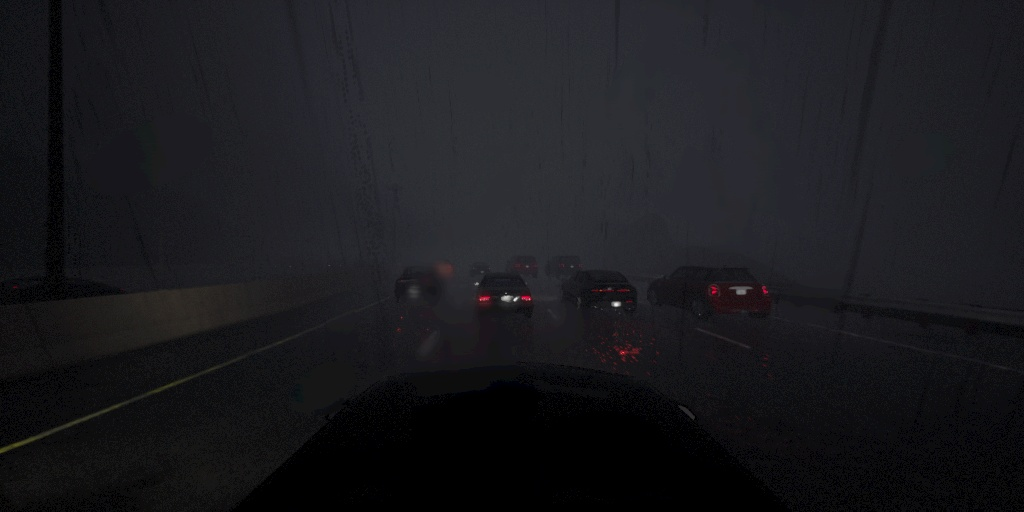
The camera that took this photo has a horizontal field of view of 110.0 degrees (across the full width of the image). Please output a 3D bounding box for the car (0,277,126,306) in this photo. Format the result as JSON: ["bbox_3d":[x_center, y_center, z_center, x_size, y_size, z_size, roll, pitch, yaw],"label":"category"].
[{"bbox_3d":[-14.470,1.346,10.873,1.994,1.385,4.181,0,0,-3],"label":"car"}]

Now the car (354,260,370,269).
[{"bbox_3d":[-21.988,1.301,52.560,1.837,1.490,4.892,0,0,-17],"label":"car"}]

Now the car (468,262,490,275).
[{"bbox_3d":[-3.137,1.281,35.076,1.812,1.442,4.674,0,0,-10],"label":"car"}]

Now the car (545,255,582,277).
[{"bbox_3d":[4.514,0.960,32.037,2.150,2.045,5.566,0,0,-9],"label":"car"}]

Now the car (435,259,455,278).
[{"bbox_3d":[-6.586,1.115,34.449,2.097,1.767,4.553,0,0,-10],"label":"car"}]

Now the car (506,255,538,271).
[{"bbox_3d":[0.849,0.968,32.778,2.150,2.045,5.566,0,0,-9],"label":"car"}]

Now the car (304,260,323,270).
[{"bbox_3d":[-29.631,1.291,53.602,1.882,1.535,5.008,0,0,-18],"label":"car"}]

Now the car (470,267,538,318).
[{"bbox_3d":[-0.349,1.298,13.012,2.033,1.411,5.357,0,0,-4],"label":"car"}]

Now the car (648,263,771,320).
[{"bbox_3d":[6.636,1.087,12.690,2.097,1.767,4.553,0,0,-3],"label":"car"}]

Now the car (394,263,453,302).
[{"bbox_3d":[-4.195,1.250,16.984,2.128,1.511,4.902,0,0,-5],"label":"car"}]

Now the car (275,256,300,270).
[{"bbox_3d":[-33.160,1.044,53.182,2.150,2.045,5.566,0,0,-18],"label":"car"}]

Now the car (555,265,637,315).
[{"bbox_3d":[3.087,1.247,13.552,1.837,1.490,4.892,0,0,-4],"label":"car"}]

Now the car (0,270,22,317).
[{"bbox_3d":[-17.918,1.267,9.966,1.882,1.535,5.008,0,0,-3],"label":"car"}]

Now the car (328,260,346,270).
[{"bbox_3d":[-25.663,1.308,52.634,1.837,1.490,4.892,0,0,-17],"label":"car"}]
